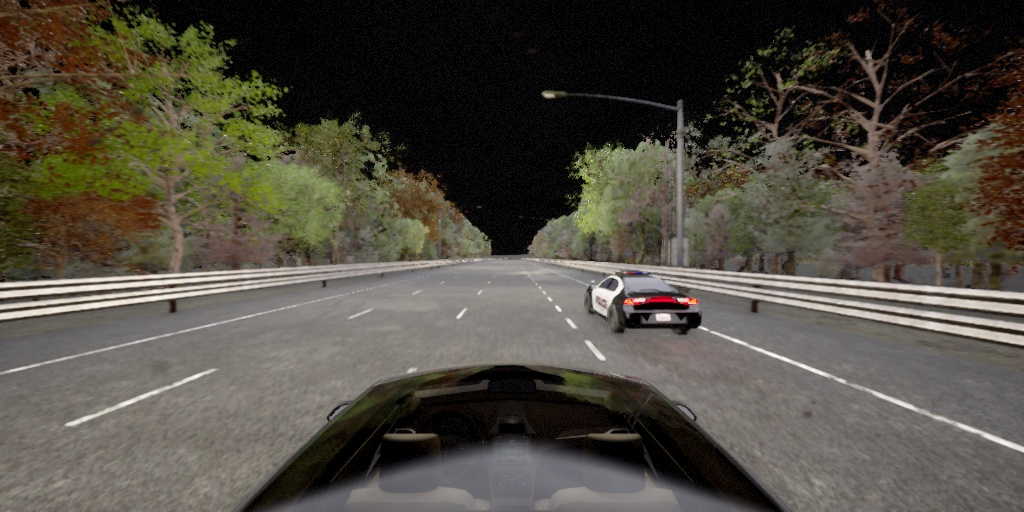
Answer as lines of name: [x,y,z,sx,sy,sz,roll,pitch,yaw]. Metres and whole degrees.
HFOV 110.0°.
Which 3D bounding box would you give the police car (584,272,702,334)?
police car: [3.511,1.245,10.759,2.038,1.542,4.974,0,0,0]
